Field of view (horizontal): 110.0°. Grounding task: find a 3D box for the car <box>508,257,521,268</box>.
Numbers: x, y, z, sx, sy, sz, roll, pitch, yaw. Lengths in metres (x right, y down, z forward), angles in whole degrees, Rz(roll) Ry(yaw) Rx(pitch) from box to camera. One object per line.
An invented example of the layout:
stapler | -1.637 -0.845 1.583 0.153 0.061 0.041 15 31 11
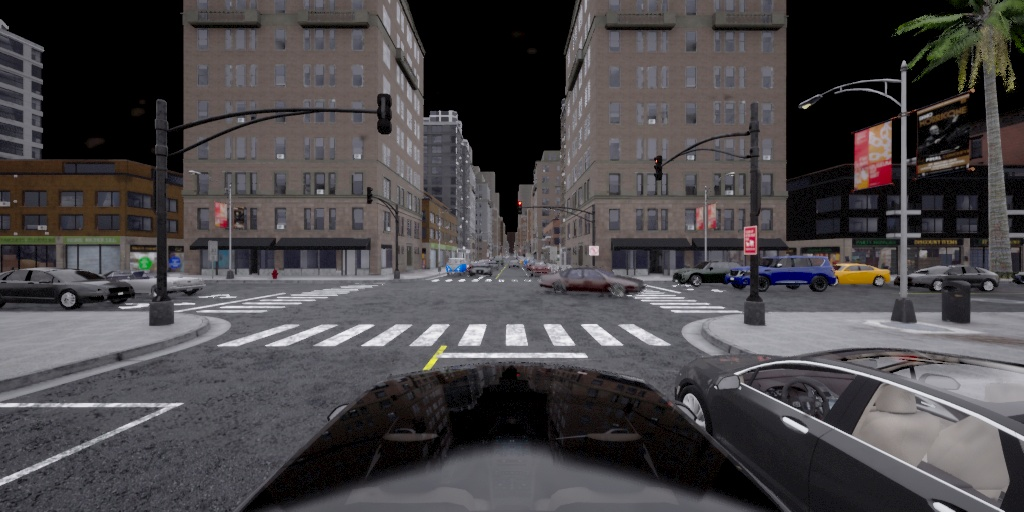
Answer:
car | 0.322 1.300 59.840 2.033 1.411 5.357 0 0 0

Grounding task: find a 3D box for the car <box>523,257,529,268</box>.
car | 2.844 1.193 48.335 1.967 1.591 4.097 0 0 0

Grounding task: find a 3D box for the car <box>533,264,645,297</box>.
car | 4.084 1.304 18.897 5.357 1.411 2.033 0 0 29

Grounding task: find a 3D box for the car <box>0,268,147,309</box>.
car | -17.946 1.232 14.201 4.892 1.490 1.837 0 0 0

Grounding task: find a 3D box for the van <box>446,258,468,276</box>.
van | -5.727 1.093 37.030 1.690 1.789 3.998 0 0 0

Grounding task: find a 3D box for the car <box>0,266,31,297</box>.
car | -26.893 1.235 17.401 4.674 1.442 1.812 0 0 0

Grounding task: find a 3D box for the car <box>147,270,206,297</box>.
car | -17.907 1.324 17.451 4.718 1.301 1.895 0 0 0

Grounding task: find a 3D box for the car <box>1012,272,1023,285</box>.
car | 37.209 1.373 24.452 4.181 1.385 1.994 0 0 0

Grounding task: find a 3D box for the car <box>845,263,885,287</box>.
car | 22.614 1.257 24.381 5.008 1.535 1.882 0 0 0

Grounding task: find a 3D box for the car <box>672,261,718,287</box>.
car | 13.400 1.116 24.330 4.553 1.767 2.097 0 0 0

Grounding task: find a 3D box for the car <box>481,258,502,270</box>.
car | -2.907 1.317 51.156 1.994 1.385 4.181 0 0 0

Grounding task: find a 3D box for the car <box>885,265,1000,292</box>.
car | 25.527 1.294 21.150 4.892 1.490 1.837 0 0 0

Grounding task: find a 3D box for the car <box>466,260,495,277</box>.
car | -2.979 1.315 35.087 1.994 1.385 4.181 0 0 0

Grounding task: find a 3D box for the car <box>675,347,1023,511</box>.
car | 2.668 1.300 2.347 2.007 1.370 4.403 0 0 0

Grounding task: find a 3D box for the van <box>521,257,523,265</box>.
van | 2.890 1.094 59.674 1.690 1.789 3.998 0 0 0

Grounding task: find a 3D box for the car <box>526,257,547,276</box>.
car | 2.799 1.192 36.997 1.967 1.591 4.097 0 0 0

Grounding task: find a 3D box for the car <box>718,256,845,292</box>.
car | 15.704 0.993 21.093 5.566 2.045 2.150 0 0 0
